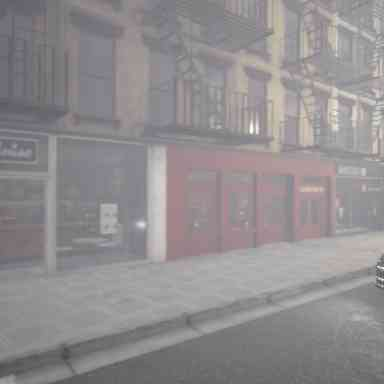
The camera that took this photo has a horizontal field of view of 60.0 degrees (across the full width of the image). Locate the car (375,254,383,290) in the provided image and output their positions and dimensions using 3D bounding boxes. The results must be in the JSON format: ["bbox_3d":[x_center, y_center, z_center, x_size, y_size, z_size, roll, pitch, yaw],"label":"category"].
[{"bbox_3d":[6.159,1.514,7.772,4.892,1.490,1.837,0,0,-36],"label":"car"}]
